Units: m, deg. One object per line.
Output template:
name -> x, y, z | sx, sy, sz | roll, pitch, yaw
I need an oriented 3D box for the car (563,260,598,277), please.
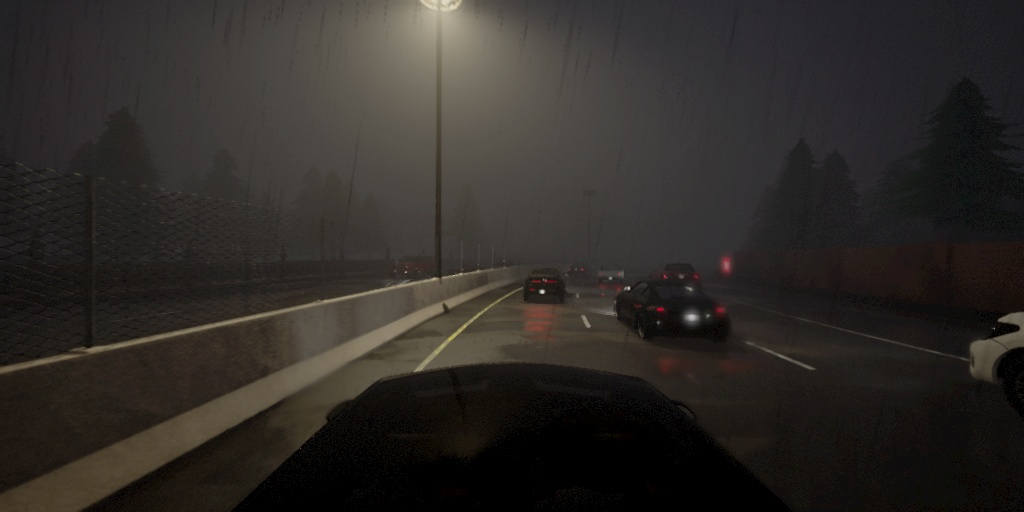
car -> 7.028, 1.338, 36.531 | 2.033, 1.411, 5.357 | 0, 0, 22

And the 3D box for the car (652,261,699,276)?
car -> 9.632, 1.153, 21.479 | 2.097, 1.767, 4.553 | 0, 0, 13

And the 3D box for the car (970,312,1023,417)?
car -> 7.162, 1.007, 2.296 | 2.150, 2.045, 5.566 | 0, 0, 1

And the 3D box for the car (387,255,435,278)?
car -> -9.131, 0.932, 33.151 | 2.150, 2.045, 5.566 | 0, 0, 17

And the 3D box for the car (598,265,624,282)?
car -> 8.101, 1.395, 29.150 | 1.895, 1.301, 4.718 | 0, 0, 18

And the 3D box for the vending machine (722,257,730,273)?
vending machine -> 26.037, 1.081, 43.577 | 1.100, 2.100, 0.880 | 0, 0, 31

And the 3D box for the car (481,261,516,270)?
car -> -0.979, 1.255, 35.465 | 1.837, 1.490, 4.892 | 0, 0, 20

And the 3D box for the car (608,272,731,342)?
car -> 4.156, 1.336, 9.936 | 1.994, 1.385, 4.181 | 0, 0, 5

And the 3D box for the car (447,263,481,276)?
car -> -4.592, 1.333, 35.864 | 1.895, 1.301, 4.718 | 0, 0, 20

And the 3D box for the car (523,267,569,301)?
car -> 1.694, 1.266, 17.626 | 1.837, 1.490, 4.892 | 0, 0, 10
